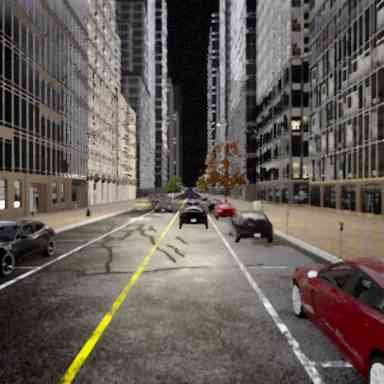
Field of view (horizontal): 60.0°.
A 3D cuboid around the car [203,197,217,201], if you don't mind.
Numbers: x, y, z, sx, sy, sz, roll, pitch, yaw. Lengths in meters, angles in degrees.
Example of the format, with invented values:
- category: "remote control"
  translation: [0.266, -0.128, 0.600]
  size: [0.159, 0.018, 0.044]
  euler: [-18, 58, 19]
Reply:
- category: "car"
  translation: [2.688, 1.539, 38.655]
  size: [1.947, 1.339, 4.313]
  euler: [0, 0, 0]

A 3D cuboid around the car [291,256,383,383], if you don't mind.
- category: "car"
  translation: [2.688, 1.542, 4.502]
  size: [1.887, 1.381, 4.507]
  euler: [0, 0, 0]

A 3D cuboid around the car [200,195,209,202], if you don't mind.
- category: "car"
  translation: [2.688, 1.453, 72.981]
  size: [1.752, 1.417, 4.829]
  euler: [0, 0, 0]

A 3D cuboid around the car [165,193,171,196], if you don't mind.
- category: "car"
  translation: [-5.694, 1.260, 61.436]
  size: [2.192, 1.841, 5.009]
  euler: [0, 0, 0]

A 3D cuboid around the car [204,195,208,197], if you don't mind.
- category: "car"
  translation: [2.688, 1.518, 44.348]
  size: [2.008, 1.369, 4.403]
  euler: [0, 0, 0]

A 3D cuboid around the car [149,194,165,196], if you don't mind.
- category: "car"
  translation: [-5.694, 1.275, 50.051]
  size: [2.192, 1.841, 5.009]
  euler: [0, 0, 0]

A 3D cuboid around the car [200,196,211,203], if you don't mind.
- category: "car"
  translation: [2.688, 1.487, 67.117]
  size: [2.008, 1.369, 4.403]
  euler: [0, 0, 0]

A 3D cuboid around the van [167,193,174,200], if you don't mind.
- category: "van"
  translation: [-5.693, 1.239, 89.896]
  size: [1.690, 1.788, 3.998]
  euler: [0, 0, 0]

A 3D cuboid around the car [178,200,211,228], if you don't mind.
- category: "car"
  translation: [0.088, 1.512, 21.913]
  size: [1.812, 1.442, 4.674]
  euler: [0, 0, 0]

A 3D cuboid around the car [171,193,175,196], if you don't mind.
- category: "car"
  translation: [-5.693, 1.349, 84.205]
  size: [1.967, 1.590, 4.097]
  euler: [0, 0, 0]

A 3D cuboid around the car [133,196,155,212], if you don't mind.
- category: "car"
  translation: [-5.693, 1.498, 38.498]
  size: [1.752, 1.417, 4.829]
  euler: [0, 0, 0]

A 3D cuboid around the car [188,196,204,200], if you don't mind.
- category: "car"
  translation: [0.101, 1.518, 40.599]
  size: [2.033, 1.411, 5.357]
  euler: [0, 0, 0]

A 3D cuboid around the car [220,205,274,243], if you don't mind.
- category: "car"
  translation: [2.688, 1.542, 15.887]
  size: [2.008, 1.369, 4.403]
  euler: [0, 0, 0]

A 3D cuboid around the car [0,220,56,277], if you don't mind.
- category: "car"
  translation: [-5.693, 1.560, 10.207]
  size: [1.947, 1.339, 4.313]
  euler: [0, 0, 0]

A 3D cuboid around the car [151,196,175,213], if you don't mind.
- category: "car"
  translation: [-2.999, 1.522, 36.975]
  size: [2.033, 1.411, 5.357]
  euler: [0, 0, 0]

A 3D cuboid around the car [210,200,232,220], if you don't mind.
- category: "car"
  translation: [2.688, 1.565, 27.272]
  size: [1.802, 1.307, 4.206]
  euler: [0, 0, 0]
